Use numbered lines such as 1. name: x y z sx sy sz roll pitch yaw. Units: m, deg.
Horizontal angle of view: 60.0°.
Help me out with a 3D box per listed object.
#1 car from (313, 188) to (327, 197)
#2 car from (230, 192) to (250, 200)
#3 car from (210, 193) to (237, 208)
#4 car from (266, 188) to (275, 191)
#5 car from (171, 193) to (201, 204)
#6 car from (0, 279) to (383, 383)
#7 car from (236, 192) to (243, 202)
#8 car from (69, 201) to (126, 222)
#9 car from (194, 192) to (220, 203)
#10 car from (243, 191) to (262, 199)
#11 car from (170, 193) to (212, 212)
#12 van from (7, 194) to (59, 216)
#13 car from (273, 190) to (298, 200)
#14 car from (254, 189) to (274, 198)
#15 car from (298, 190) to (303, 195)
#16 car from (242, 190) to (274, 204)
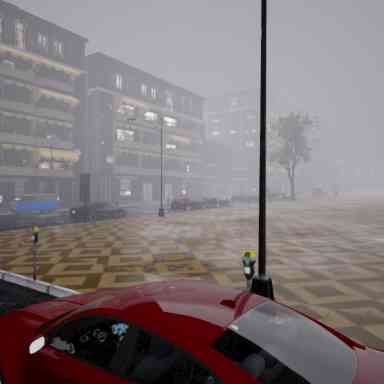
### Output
1. car: 29.099 0.008 75.579 2.150 2.045 5.566 1 1 35
2. car: 8.761 0.650 60.519 1.947 1.339 4.313 2 2 35
3. car: 2.900 1.050 37.451 2.008 1.369 4.403 2 2 35
4. car: 13.242 0.357 57.011 2.150 2.045 5.566 1 1 35
5. car: -0.791 0.910 46.811 1.947 1.339 4.313 2 2 35
6. car: -0.310 1.544 3.090 4.507 1.381 1.887 0 0 36
7. car: 7.360 0.788 48.472 2.128 1.511 4.902 1 1 34
8. car: -6.651 1.329 23.745 1.947 1.339 4.313 2 2 35
9. car: 2.393 0.808 51.380 2.008 1.369 4.403 2 2 35
10. car: 11.848 0.525 64.947 1.752 1.417 4.829 2 2 35
11. car: -0.284 1.132 32.881 1.887 1.381 4.507 2 2 35
12. van: -13.524 1.035 28.530 1.690 1.788 3.998 2 2 35
13. car: 15.734 0.675 55.866 1.752 1.417 4.829 2 2 35
14. car: 15.132 0.227 69.650 2.192 1.841 5.009 2 2 35
15. car: 27.865 0.114 87.932 1.887 1.381 4.507 2 2 35
16. car: 9.268 0.876 46.589 2.008 1.369 4.403 2 2 35
